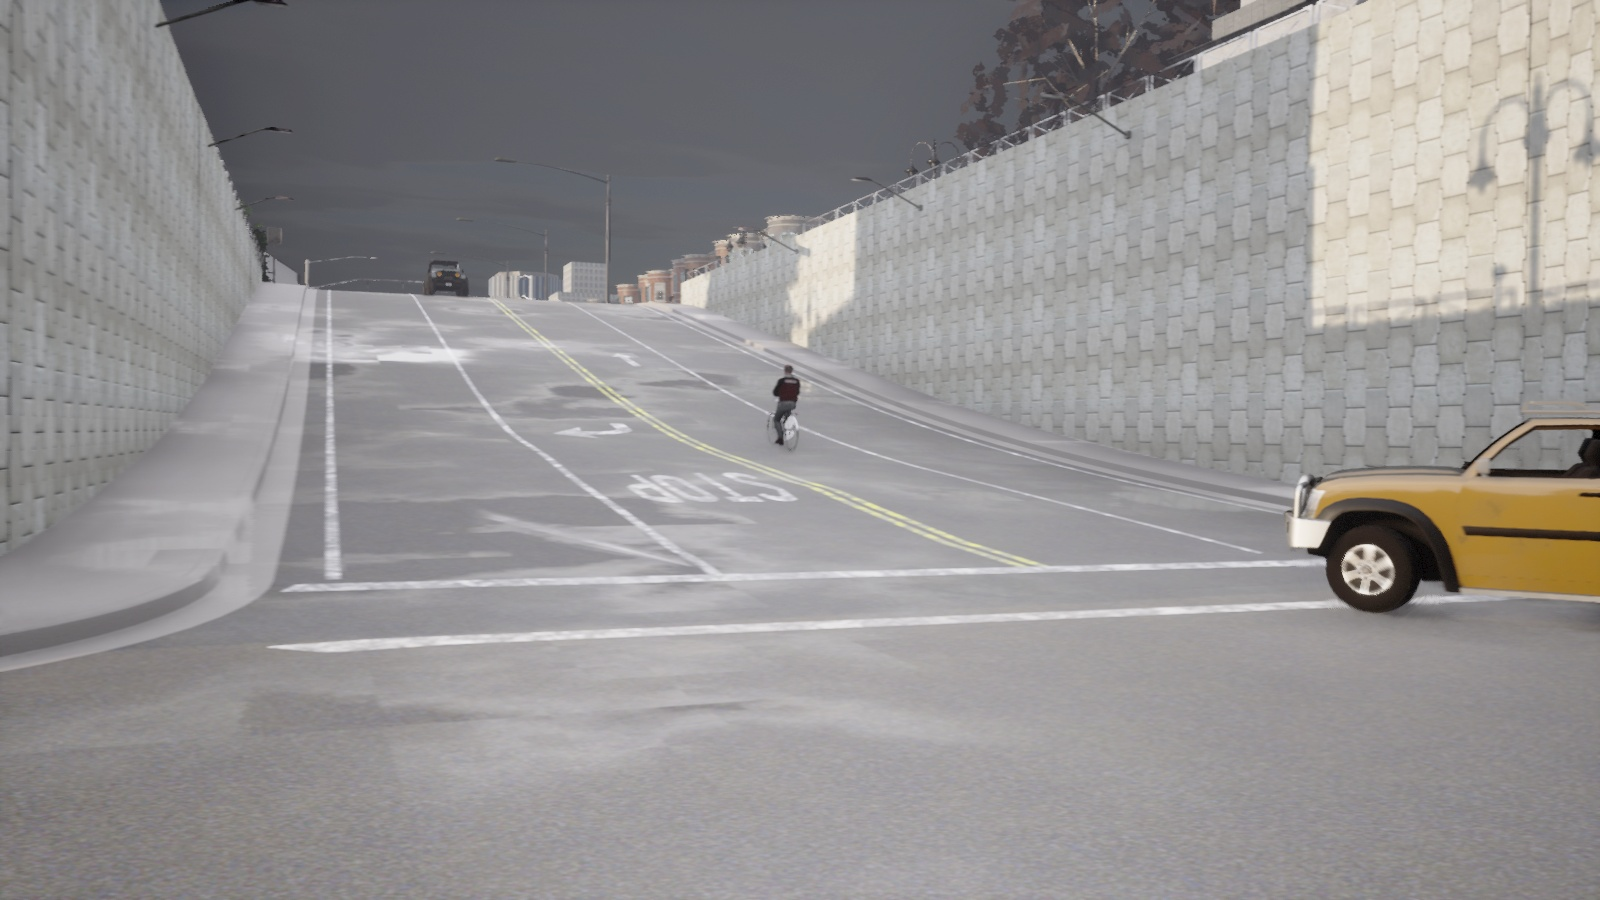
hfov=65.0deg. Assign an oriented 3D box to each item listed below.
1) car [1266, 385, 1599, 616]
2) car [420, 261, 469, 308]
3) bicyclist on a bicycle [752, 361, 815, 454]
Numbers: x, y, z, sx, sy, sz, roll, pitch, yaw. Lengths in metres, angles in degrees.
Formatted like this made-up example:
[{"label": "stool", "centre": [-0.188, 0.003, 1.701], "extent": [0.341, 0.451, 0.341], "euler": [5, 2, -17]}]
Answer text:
[{"label": "car", "centre": [6.668, 0.371, 10.978], "extent": [4.605, 1.855, 1.932], "euler": [0, 2, 29]}, {"label": "car", "centre": [-17.127, -7.917, 60.341], "extent": [1.905, 1.878, 3.866], "euler": [-1, 3, -21]}, {"label": "bicyclist on a bicycle", "centre": [-0.361, -0.905, 26.118], "extent": [0.659, 1.776, 1.843], "euler": [0, 7, -21]}]
